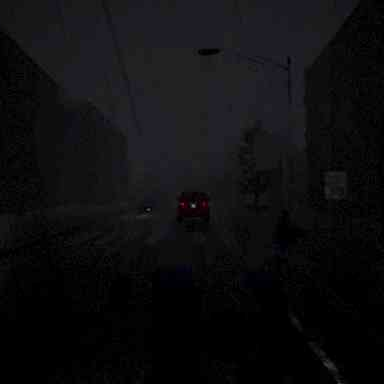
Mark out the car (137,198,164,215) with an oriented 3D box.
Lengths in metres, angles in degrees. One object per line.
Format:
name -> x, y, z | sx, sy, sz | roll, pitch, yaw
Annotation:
car -> -3.547, 1.224, 29.213 | 1.994, 1.385, 4.181 | 0, 1, 1

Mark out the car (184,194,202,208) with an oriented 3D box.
car -> 0.082, 1.011, 41.006 | 2.128, 1.511, 4.902 | 0, 1, 0

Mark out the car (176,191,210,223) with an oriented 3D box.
car -> 0.090, 0.949, 23.332 | 2.150, 2.045, 5.566 | 0, 0, 0
